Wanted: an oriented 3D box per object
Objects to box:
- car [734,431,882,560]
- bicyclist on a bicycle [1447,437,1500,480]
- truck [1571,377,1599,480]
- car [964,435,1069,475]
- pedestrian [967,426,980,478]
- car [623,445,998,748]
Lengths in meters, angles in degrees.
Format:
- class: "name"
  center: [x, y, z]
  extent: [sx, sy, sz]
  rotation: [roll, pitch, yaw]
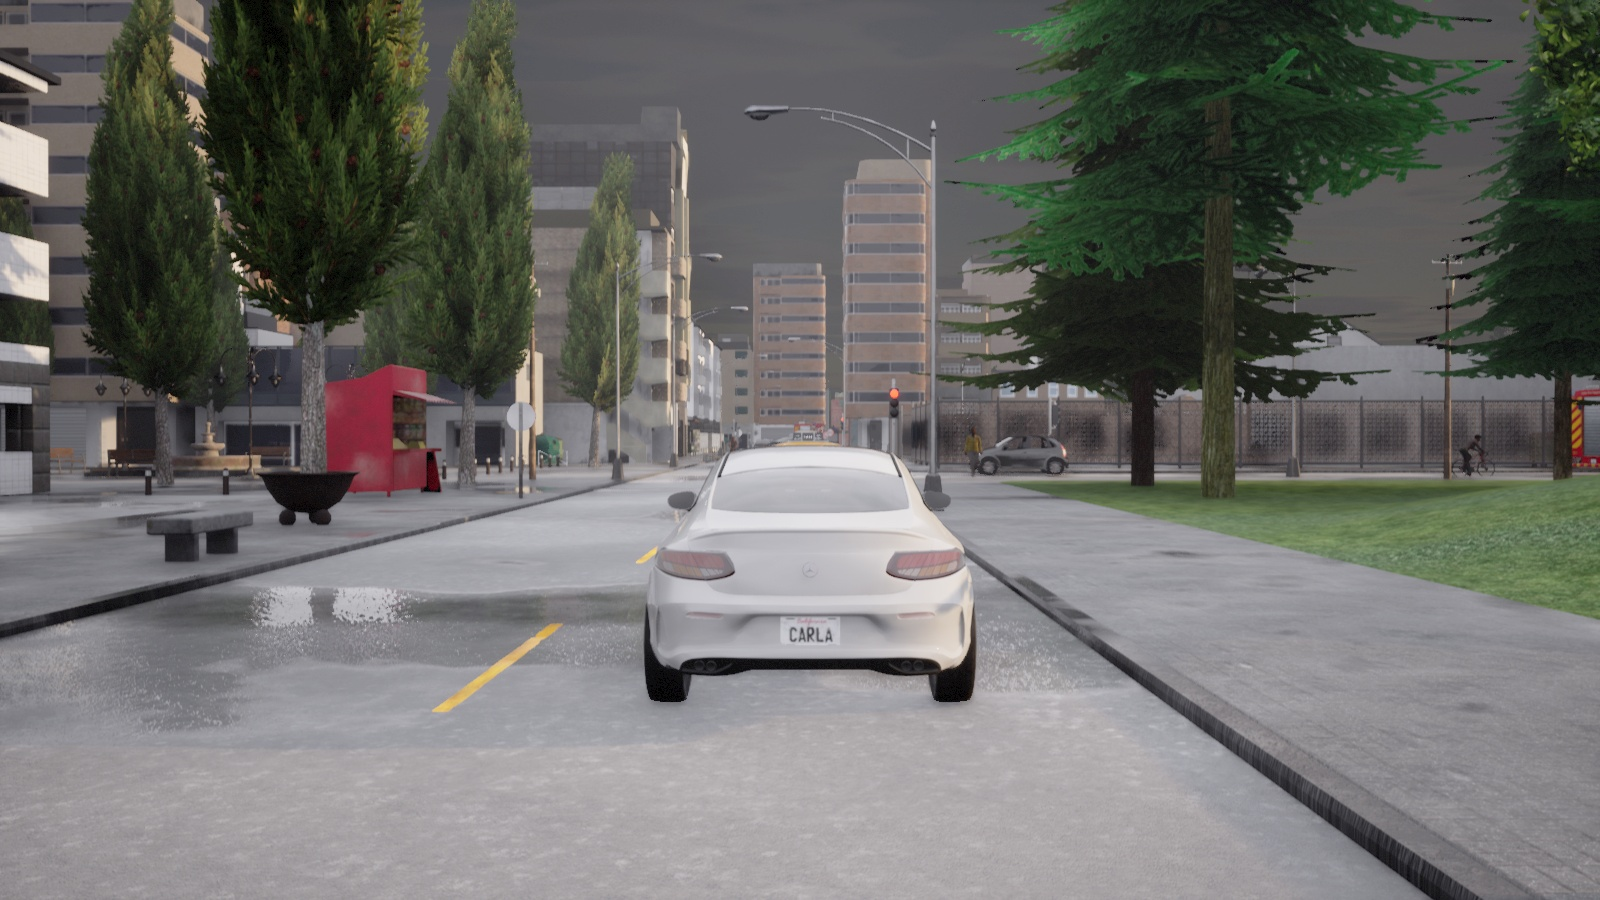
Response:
- class: "car"
  center: [0.115, 0.528, 18.016]
  extent: [1.801, 1.575, 5.366]
  rotation: [0, 0, 0]
- class: "bicyclist on a bicycle"
  center: [25.393, 0.307, 47.358]
  extent: [1.656, 1.620, 0.582]
  rotation: [0, 0, 0]
- class: "truck"
  center: [34.132, -0.803, 47.292]
  extent: [8.468, 3.827, 2.891]
  rotation: [0, 0, -1]
- class: "car"
  center: [8.824, 0.204, 51.434]
  extent: [3.988, 1.617, 1.851]
  rotation: [0, 0, 0]
- class: "pedestrian"
  center: [6.131, 0.074, 44.432]
  extent: [0.370, 1.835, 0.726]
  rotation: [0, 0, 1]
- class: "car"
  center: [0.062, 0.699, 8.409]
  extent: [1.812, 1.442, 4.674]
  rotation: [0, 0, 0]
